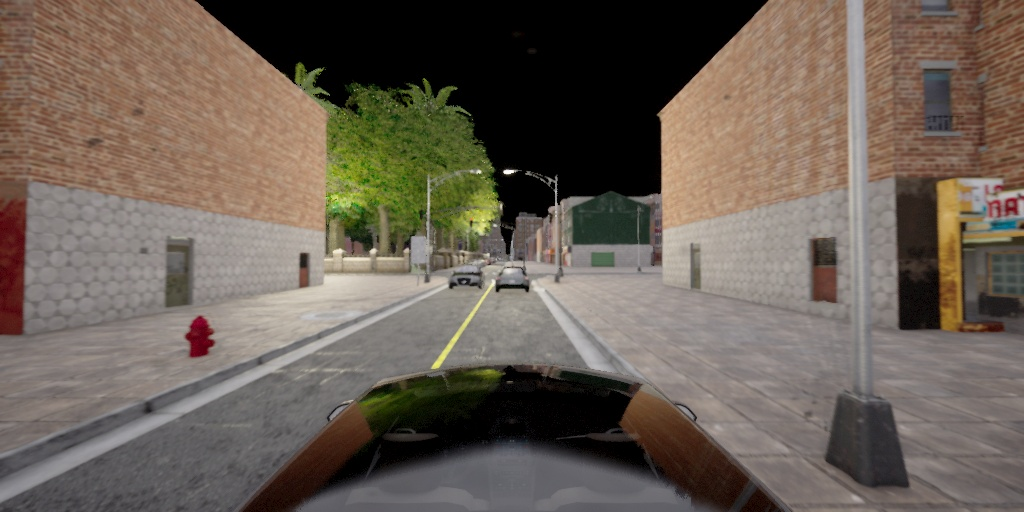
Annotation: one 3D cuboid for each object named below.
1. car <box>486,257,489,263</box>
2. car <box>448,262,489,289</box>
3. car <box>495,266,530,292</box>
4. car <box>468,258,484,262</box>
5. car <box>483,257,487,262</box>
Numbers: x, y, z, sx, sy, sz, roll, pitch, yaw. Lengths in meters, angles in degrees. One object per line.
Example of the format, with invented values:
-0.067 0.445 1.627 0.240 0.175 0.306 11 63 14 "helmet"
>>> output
-5.518 1.287 62.628 1.948 1.339 4.313 0 0 0 "car"
-2.734 1.291 22.492 1.994 1.385 4.181 0 0 0 "car"
0.047 1.295 21.037 1.994 1.385 4.181 0 0 1 "car"
-5.462 1.266 50.043 2.007 1.370 4.403 0 0 0 "car"
-5.482 1.268 57.178 2.007 1.370 4.403 0 0 0 "car"
